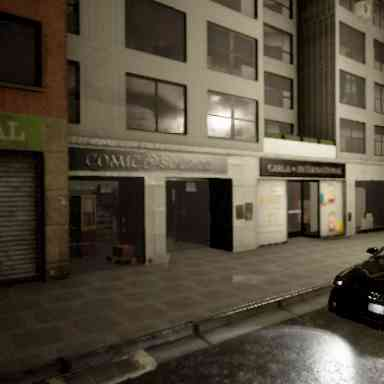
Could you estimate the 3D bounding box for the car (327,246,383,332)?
[{"bbox_3d":[4.362,1.538,6.063,4.181,1.385,1.994,0,0,-36],"label":"car"}]
